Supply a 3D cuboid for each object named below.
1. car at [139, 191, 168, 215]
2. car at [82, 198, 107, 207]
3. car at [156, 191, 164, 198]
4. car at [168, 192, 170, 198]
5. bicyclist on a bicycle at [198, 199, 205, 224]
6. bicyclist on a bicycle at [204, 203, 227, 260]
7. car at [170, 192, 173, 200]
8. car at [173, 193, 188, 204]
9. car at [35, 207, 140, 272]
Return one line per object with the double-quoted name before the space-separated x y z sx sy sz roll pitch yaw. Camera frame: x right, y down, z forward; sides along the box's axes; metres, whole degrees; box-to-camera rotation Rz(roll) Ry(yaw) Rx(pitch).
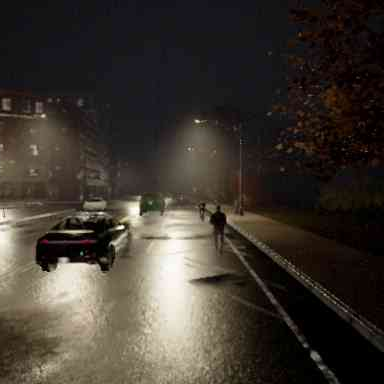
"car" -3.637 1.045 31.173 2.150 2.045 5.566 0 0 -2
"car" -10.443 1.348 36.181 1.812 1.442 4.674 0 0 -4
"car" -9.064 0.635 94.659 2.150 2.045 5.566 0 0 -8
"car" -5.835 0.868 95.041 1.882 1.535 5.008 0 0 -8
"bicyclist on a bicycle" 0.687 1.314 22.350 0.582 1.620 1.656 0 0 -1
"bicyclist on a bicycle" 0.876 1.299 11.292 0.659 1.776 1.843 0 1 -1
"car" -3.253 1.028 72.369 1.882 1.535 5.008 0 0 -6
"car" -1.593 1.162 53.467 2.128 1.511 4.902 0 0 -4
"car" -3.165 1.441 10.576 2.128 1.511 4.902 0 0 0
